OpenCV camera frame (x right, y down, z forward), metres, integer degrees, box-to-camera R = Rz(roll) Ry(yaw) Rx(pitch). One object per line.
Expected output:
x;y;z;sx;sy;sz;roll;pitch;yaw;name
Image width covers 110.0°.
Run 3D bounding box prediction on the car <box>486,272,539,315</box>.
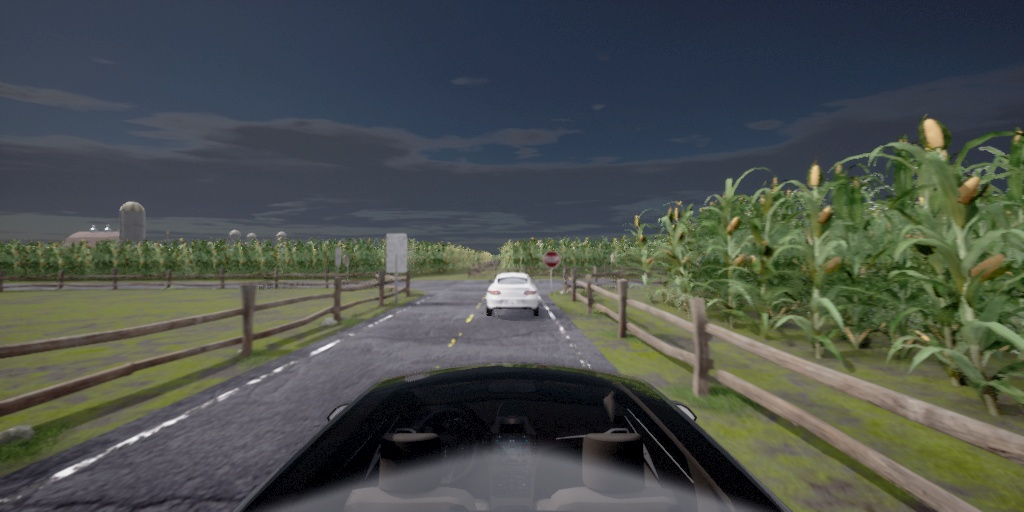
0.044;1.334;13.721;1.812;1.442;4.674;0;0;1;car
